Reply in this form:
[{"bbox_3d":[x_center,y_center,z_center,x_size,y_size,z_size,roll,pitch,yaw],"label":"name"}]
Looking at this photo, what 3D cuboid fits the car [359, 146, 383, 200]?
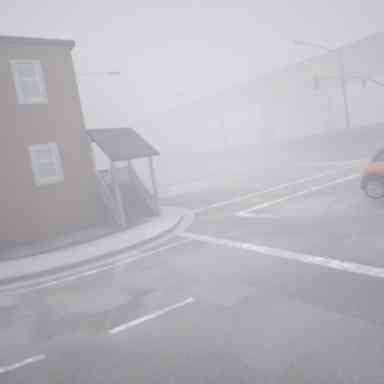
[{"bbox_3d":[7.637,-0.840,10.101,2.097,1.767,4.553,-13,7,-32],"label":"car"}]
